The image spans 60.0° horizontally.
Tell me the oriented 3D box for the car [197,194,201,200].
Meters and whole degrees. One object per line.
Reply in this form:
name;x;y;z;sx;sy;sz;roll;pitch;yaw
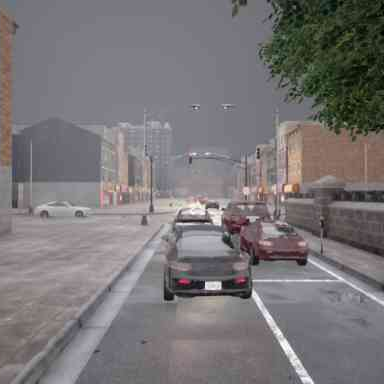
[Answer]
car;2.552;1.433;64.949;2.192;1.841;5.009;1;0;0

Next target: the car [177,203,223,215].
car;0.055;1.500;15.655;2.128;1.511;4.902;0;0;0

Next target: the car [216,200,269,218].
car;2.624;1.324;16.769;2.192;1.841;5.009;1;0;0

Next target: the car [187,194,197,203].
car;-0.106;1.504;73.410;2.097;1.767;4.553;0;0;0

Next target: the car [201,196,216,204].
car;2.582;1.600;43.199;1.887;1.381;4.507;1;0;0

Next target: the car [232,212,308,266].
car;2.629;1.586;11.320;1.802;1.307;4.206;1;0;0

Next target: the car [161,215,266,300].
car;0.222;1.528;8.298;1.812;1.442;4.674;0;0;-4

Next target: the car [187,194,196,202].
car;-0.122;1.415;83.712;2.150;2.045;5.566;0;0;0

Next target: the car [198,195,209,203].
car;2.558;1.645;59.511;1.887;1.381;4.507;1;0;0

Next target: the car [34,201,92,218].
car;-10.912;1.517;28.346;4.674;1.442;1.812;0;-1;-2

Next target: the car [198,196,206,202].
car;2.517;1.754;86.698;2.008;1.369;4.403;0;0;0

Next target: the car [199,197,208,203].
car;2.533;1.740;75.823;1.802;1.307;4.206;0;0;0
